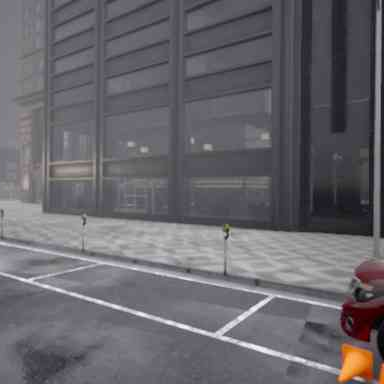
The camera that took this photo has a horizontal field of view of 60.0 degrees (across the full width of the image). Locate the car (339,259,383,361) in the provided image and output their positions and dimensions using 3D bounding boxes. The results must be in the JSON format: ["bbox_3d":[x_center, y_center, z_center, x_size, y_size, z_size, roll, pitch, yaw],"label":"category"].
[{"bbox_3d":[4.476,1.346,3.777,5.009,1.841,2.192,0,0,35],"label":"car"}]

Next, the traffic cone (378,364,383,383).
[{"bbox_3d":[1.868,1.967,3.213,0.340,0.580,0.340,0,0,35],"label":"traffic cone"}]
